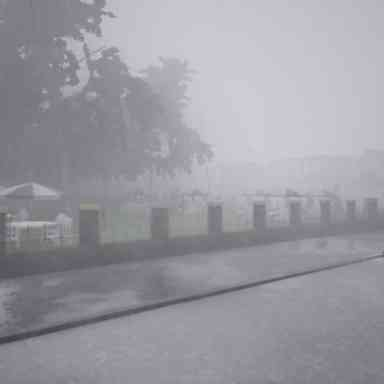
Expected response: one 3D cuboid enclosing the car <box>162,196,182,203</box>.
[{"bbox_3d":[-3.320,1.529,57.406,2.128,1.511,4.902,0,0,-35],"label":"car"}]
